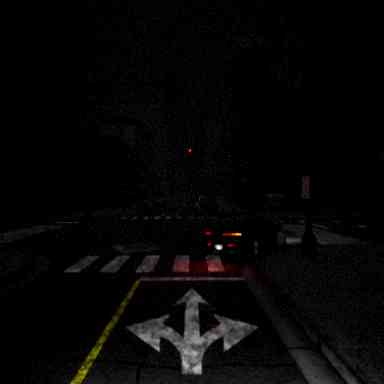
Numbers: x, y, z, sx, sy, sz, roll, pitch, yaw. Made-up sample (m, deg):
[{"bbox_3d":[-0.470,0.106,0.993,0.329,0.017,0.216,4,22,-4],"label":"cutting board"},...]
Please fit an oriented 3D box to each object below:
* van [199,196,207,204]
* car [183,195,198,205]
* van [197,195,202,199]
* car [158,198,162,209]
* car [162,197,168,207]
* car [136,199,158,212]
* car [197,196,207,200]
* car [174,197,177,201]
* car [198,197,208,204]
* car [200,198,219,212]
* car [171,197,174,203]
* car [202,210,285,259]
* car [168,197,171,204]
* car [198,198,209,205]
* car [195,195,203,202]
[{"bbox_3d":[2.355,1.756,74.370,1.690,1.788,3.998,0,0,0],"label":"van"},{"bbox_3d":[-0.287,1.876,68.452,1.837,1.490,4.892,0,0,0],"label":"car"},{"bbox_3d":[2.345,1.683,63.348,1.690,1.788,3.998,0,0,0],"label":"van"},{"bbox_3d":[-5.695,1.680,46.823,1.967,1.590,4.097,0,0,0],"label":"car"},{"bbox_3d":[-5.685,1.888,57.843,1.802,1.307,4.206,0,0,0],"label":"car"},{"bbox_3d":[-5.700,1.649,41.312,1.967,1.590,4.097,0,0,0],"label":"car"},{"bbox_3d":[2.340,1.873,57.837,1.947,1.339,4.313,0,0,0],"label":"car"},{"bbox_3d":[-5.660,2.042,85.397,2.008,1.369,4.403,0,0,0],"label":"car"},{"bbox_3d":[2.335,1.855,52.326,1.802,1.307,4.206,0,0,0],"label":"car"},{"bbox_3d":[2.325,1.775,41.304,1.947,1.339,4.313,0,0,0],"label":"car"},{"bbox_3d":[-5.670,1.855,74.376,1.967,1.590,4.097,0,0,0],"label":"car"},{"bbox_3d":[2.137,1.542,13.095,1.837,1.490,4.892,-2,0,31],"label":"car"},{"bbox_3d":[-5.680,1.892,63.354,2.008,1.369,4.403,0,0,0],"label":"car"},{"bbox_3d":[2.350,1.928,68.858,2.008,1.369,4.403,0,0,0],"label":"car"},{"bbox_3d":[2.006,1.789,95.304,2.150,2.045,5.566,0,0,0],"label":"car"}]
